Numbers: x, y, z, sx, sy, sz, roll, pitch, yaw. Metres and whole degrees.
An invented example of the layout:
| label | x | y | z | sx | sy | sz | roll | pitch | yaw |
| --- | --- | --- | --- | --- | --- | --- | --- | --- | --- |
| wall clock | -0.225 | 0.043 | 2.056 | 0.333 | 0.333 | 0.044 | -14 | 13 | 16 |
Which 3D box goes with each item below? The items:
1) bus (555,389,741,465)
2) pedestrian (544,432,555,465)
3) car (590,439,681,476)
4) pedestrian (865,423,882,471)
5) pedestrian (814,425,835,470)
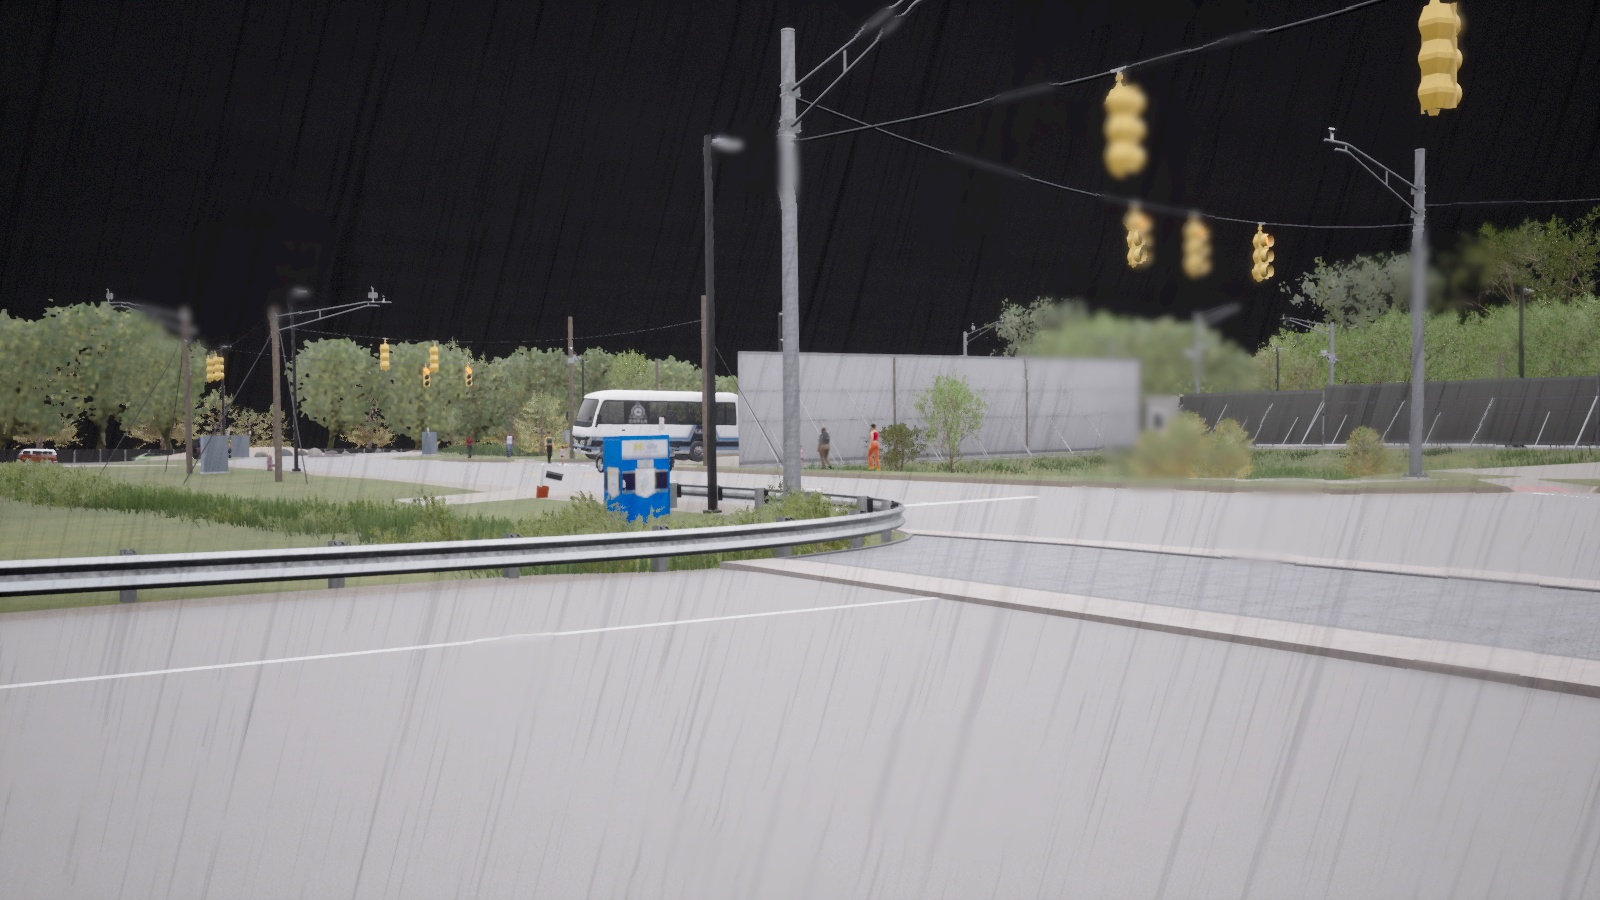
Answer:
| label | x | y | z | sx | sy | sz | roll | pitch | yaw |
| --- | --- | --- | --- | --- | --- | --- | --- | --- | --- |
| bus | -9.107 | -1.402 | 75.539 | 10.273 | 4.253 | 3.944 | 0 | 3 | -29 |
| pedestrian | -14.190 | -0.077 | 71.085 | 0.345 | 1.836 | 0.594 | -2 | 2 | -35 |
| car | -7.139 | 0.281 | 54.108 | 1.837 | 1.490 | 4.892 | -2 | 2 | -35 |
| pedestrian | 2.843 | -0.136 | 48.535 | 0.345 | 1.836 | 0.594 | -2 | 2 | -35 |
| pedestrian | 1.021 | -0.095 | 52.580 | 0.540 | 1.848 | 0.694 | -2 | 3 | -38 |
